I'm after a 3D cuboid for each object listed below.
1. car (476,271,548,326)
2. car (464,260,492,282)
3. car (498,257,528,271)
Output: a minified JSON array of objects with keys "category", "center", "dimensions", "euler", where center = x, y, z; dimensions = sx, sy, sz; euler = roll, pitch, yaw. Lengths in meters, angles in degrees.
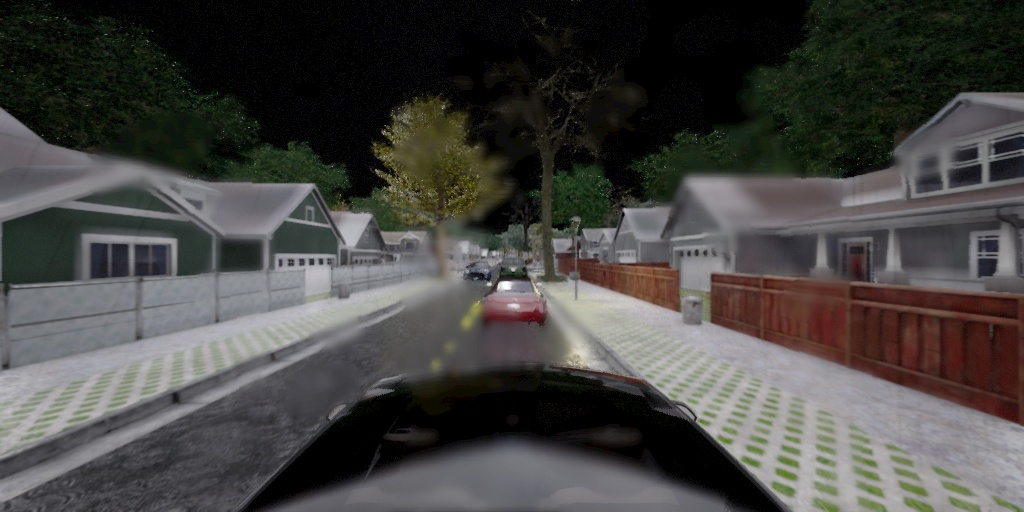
[{"category":"car","center":[0.082,1.365,11.921],"dimensions":[1.994,1.385,4.181],"euler":[0,0,0]},{"category":"car","center":[-2.842,1.244,30.943],"dimensions":[2.097,1.767,4.553],"euler":[0,0,0]},{"category":"car","center":[0.087,1.103,28.418],"dimensions":[2.150,2.045,5.566],"euler":[0,0,0]}]
